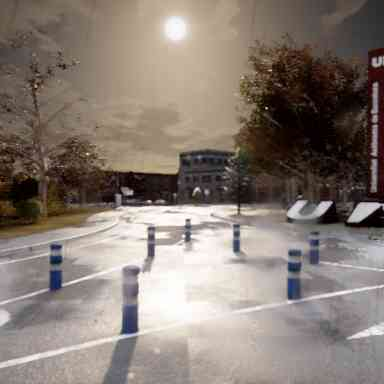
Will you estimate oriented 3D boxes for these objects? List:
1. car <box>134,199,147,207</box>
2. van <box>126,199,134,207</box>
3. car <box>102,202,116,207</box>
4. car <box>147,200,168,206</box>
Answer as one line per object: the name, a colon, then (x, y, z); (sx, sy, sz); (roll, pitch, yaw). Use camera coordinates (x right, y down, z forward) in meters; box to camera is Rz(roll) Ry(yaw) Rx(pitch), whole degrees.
car: (-10.767, 2.786, 77.222); (2.163, 1.488, 4.792); (0, -3, -41)
van: (-14.469, 2.815, 81.447); (1.878, 1.987, 4.442); (0, -3, -41)
car: (-21.655, 3.633, 89.647); (2.002, 1.452, 4.674); (0, -3, -41)
car: (-7.137, 2.519, 73.104); (2.002, 1.452, 4.674); (2, -5, -41)
